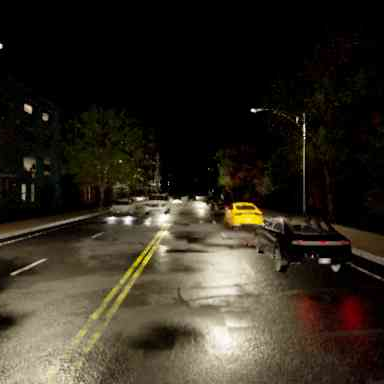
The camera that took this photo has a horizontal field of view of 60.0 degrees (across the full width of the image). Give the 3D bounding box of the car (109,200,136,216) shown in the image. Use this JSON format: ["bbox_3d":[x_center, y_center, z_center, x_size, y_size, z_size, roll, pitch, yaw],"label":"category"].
[{"bbox_3d":[-6.590,1.486,32.056,1.812,1.442,4.674,0,0,0],"label":"car"}]

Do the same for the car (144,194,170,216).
[{"bbox_3d":[-3.339,1.180,32.956,2.150,2.045,5.566,0,0,0],"label":"car"}]

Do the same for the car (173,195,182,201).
[{"bbox_3d":[-3.243,1.317,74.544,1.994,1.385,4.181,0,0,0],"label":"car"}]

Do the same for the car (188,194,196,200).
[{"bbox_3d":[0.011,1.232,90.834,1.882,1.535,5.008,0,0,0],"label":"car"}]

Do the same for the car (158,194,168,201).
[{"bbox_3d":[-6.493,1.242,74.544,1.882,1.535,5.008,0,0,0],"label":"car"}]

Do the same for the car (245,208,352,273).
[{"bbox_3d":[3.251,1.479,10.581,2.128,1.511,4.902,0,0,0],"label":"car"}]

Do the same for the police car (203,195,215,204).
[{"bbox_3d":[3.256,1.428,65.583,2.038,1.542,4.974,0,0,0],"label":"police car"}]

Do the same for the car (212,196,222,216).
[{"bbox_3d":[3.254,1.465,32.582,1.837,1.490,4.892,0,0,0],"label":"car"}]

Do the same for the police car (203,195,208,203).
[{"bbox_3d":[3.255,1.360,54.693,1.930,1.638,5.238,0,0,0],"label":"police car"}]

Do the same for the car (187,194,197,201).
[{"bbox_3d":[0.008,1.287,75.528,1.837,1.490,4.892,0,0,0],"label":"car"}]

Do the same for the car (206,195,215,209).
[{"bbox_3d":[3.255,1.495,43.582,2.033,1.411,5.357,0,0,0],"label":"car"}]

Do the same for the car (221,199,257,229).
[{"bbox_3d":[3.252,1.451,21.581,1.882,1.535,5.008,0,0,0],"label":"car"}]
